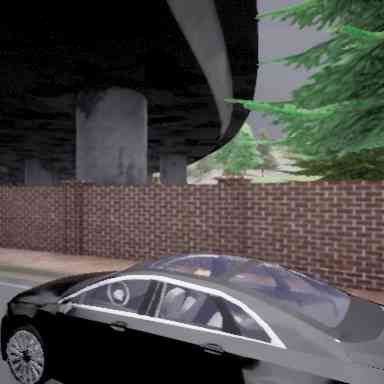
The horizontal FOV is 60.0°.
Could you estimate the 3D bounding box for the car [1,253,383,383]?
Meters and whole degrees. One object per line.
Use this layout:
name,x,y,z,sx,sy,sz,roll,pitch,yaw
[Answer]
car,-0.195,1.497,3.843,4.902,1.511,2.128,0,0,31
